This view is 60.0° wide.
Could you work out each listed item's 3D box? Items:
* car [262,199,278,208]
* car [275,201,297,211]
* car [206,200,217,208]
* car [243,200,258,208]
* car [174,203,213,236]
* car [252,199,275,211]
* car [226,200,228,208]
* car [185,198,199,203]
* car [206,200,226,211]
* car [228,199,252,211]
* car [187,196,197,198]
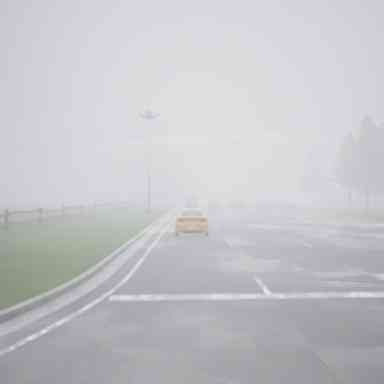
[{"bbox_3d":[13.999,2.090,59.842,1.837,1.490,4.892,0,-1,0],"label":"car"},{"bbox_3d":[13.999,2.030,49.302,2.033,1.411,5.357,0,-1,0],"label":"car"},{"bbox_3d":[3.499,2.111,59.843,1.812,1.442,4.674,0,-1,0],"label":"car"},{"bbox_3d":[10.499,2.111,59.842,1.812,1.442,4.674,0,-1,0],"label":"car"},{"bbox_3d":[0.000,1.670,19.613,1.882,1.535,5.008,0,-1,0],"label":"car"},{"bbox_3d":[10.499,2.011,49.570,1.812,1.442,4.674,0,-1,0],"label":"car"},{"bbox_3d":[6.999,2.077,59.843,2.128,1.511,4.902,0,-1,0],"label":"car"},{"bbox_3d":[-0.001,1.988,49.442,1.837,1.490,4.892,0,-1,0],"label":"car"},{"bbox_3d":[3.499,2.053,50.014,1.994,1.385,4.181,0,-1,0],"label":"car"},{"bbox_3d":[6.999,2.030,49.378,2.033,1.411,5.357,0,-1,0],"label":"car"},{"bbox_3d":[-0.001,1.807,59.876,2.150,2.045,5.566,0,-1,0],"label":"car"}]
